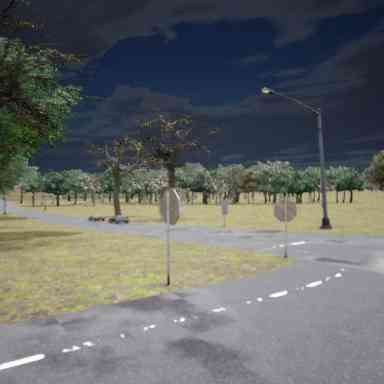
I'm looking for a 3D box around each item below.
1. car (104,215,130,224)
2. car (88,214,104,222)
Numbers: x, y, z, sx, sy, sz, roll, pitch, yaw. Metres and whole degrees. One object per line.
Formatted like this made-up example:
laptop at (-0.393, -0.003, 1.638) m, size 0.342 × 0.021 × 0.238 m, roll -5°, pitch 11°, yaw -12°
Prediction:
car at (-11.478, 4.248, 51.860) m, size 2.033 × 1.411 × 5.357 m, roll -1°, pitch -2°, yaw -34°
car at (-17.415, 4.742, 60.499) m, size 1.895 × 1.301 × 4.718 m, roll -1°, pitch -2°, yaw -34°
